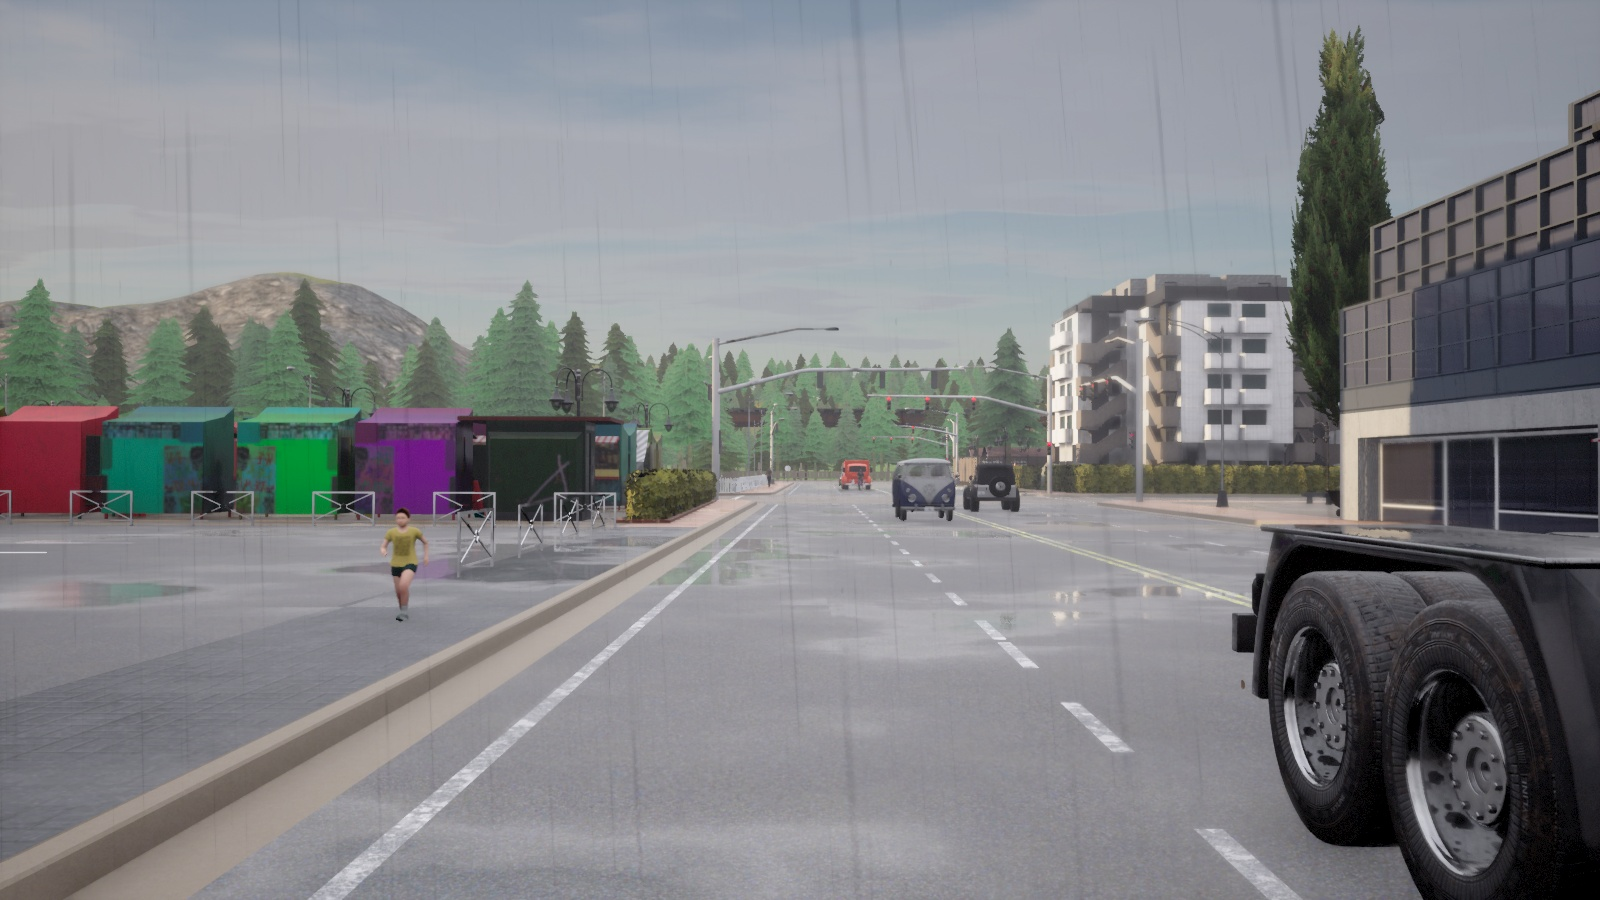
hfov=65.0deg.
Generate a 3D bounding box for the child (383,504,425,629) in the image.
[{"bbox_3d":[-3.640,1.061,11.554,0.255,1.110,0.394,0,-1,1],"label":"child"}]

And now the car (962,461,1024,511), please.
[{"bbox_3d":[7.616,1.416,49.953,1.905,1.878,3.866,0,-1,1],"label":"car"}]

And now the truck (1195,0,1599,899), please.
[{"bbox_3d":[3.522,-0.137,2.678,2.891,3.462,7.936,0,-1,1],"label":"truck"}]

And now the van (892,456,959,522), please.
[{"bbox_3d":[3.996,1.230,40.535,1.775,1.987,4.442,0,-1,1],"label":"van"}]
